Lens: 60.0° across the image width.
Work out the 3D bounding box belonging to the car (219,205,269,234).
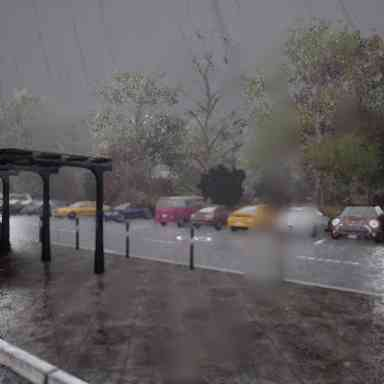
[{"bbox_3d":[3.949,1.529,19.903,2.097,1.535,5.008,0,0,35],"label":"car"}]

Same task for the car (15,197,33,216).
[{"bbox_3d":[-14.132,1.508,32.791,2.231,1.521,4.892,0,0,35],"label":"car"}]

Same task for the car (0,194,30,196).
[{"bbox_3d":[-20.936,1.248,37.592,2.435,2.045,5.566,0,0,35],"label":"car"}]

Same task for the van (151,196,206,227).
[{"bbox_3d":[-0.503,1.298,23.222,1.878,1.987,4.442,0,0,35],"label":"van"}]

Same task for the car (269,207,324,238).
[{"bbox_3d":[6.212,1.573,18.296,2.002,1.452,4.674,0,0,35],"label":"car"}]

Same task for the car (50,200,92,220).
[{"bbox_3d":[-9.722,1.510,29.415,1.946,1.575,5.366,0,0,35],"label":"car"}]

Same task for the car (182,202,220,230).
[{"bbox_3d":[1.688,1.567,21.515,2.002,1.452,4.674,0,0,35],"label":"car"}]

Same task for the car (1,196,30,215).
[{"bbox_3d":[-16.394,1.504,34.400,2.097,1.535,5.008,0,0,35],"label":"car"}]

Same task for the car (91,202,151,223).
[{"bbox_3d":[-5.109,1.548,26.323,2.163,1.488,4.792,0,0,35],"label":"car"}]

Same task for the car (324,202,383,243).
[{"bbox_3d":[8.492,1.411,16.713,2.185,1.767,4.553,0,0,35],"label":"car"}]

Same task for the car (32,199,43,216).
[{"bbox_3d":[-11.859,1.539,31.200,2.163,1.488,4.792,0,0,35],"label":"car"}]

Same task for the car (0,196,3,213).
[{"bbox_3d":[-18.656,1.502,36.010,2.097,1.535,5.008,0,0,35],"label":"car"}]
